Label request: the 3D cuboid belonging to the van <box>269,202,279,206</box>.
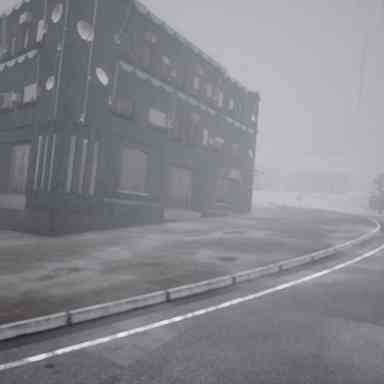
[{"bbox_3d":[15.681,3.074,64.070,1.878,1.987,4.442,3,-6,13],"label":"van"}]
